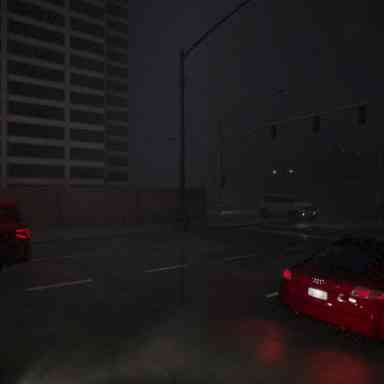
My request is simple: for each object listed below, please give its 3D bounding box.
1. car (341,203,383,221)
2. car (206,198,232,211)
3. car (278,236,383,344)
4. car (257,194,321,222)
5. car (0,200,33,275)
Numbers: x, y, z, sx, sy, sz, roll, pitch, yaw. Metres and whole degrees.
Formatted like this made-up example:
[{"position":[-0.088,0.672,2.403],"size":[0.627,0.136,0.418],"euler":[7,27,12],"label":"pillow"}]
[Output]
[{"position":[14.338,1.564,26.892],"size":[4.181,1.385,1.994],"euler":[0,0,38],"label":"car"},{"position":[2.828,1.526,40.514],"size":[1.812,1.442,4.674],"euler":[0,0,-36],"label":"car"},{"position":[3.614,1.564,6.376],"size":[4.181,1.385,1.994],"euler":[0,0,-35],"label":"car"},{"position":[7.738,1.221,27.143],"size":[2.150,2.045,5.566],"euler":[0,0,-30],"label":"car"},{"position":[-6.771,1.221,7.740],"size":[5.566,2.045,2.150],"euler":[0,0,-35],"label":"car"}]
